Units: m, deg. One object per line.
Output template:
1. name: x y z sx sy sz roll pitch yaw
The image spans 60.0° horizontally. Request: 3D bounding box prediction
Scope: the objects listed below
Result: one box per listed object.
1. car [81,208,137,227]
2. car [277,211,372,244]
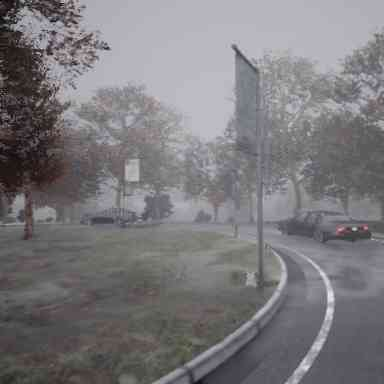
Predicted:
1. car: -7.175 2.167 28.776 4.902 1.511 2.128 -1 -1 12
2. car: 6.266 1.638 16.505 2.033 1.411 5.357 0 -1 -14
